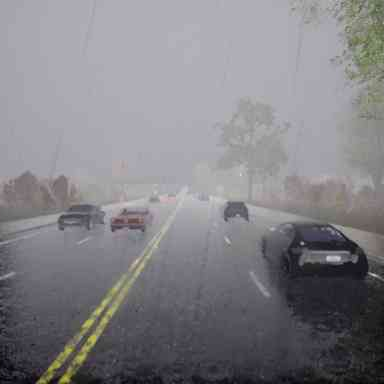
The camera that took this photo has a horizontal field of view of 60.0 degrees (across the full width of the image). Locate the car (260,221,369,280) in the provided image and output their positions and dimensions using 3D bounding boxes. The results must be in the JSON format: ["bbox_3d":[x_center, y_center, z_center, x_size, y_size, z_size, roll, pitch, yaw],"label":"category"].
[{"bbox_3d":[3.342,1.534,9.864,1.994,1.385,4.181,0,0,0],"label":"car"}]

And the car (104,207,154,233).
[{"bbox_3d":[-3.382,1.542,19.253,1.895,1.301,4.718,0,0,0],"label":"car"}]

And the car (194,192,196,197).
[{"bbox_3d":[2.411,0.847,93.712,2.150,2.045,5.566,0,0,-1],"label":"car"}]

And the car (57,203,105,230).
[{"bbox_3d":[-6.636,1.442,20.494,1.837,1.490,4.892,0,0,0],"label":"car"}]

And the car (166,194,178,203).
[{"bbox_3d":[-3.629,1.135,60.713,2.097,1.767,4.553,0,0,0],"label":"car"}]

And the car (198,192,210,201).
[{"bbox_3d":[2.766,1.258,71.664,1.812,1.442,4.674,0,0,-1],"label":"car"}]

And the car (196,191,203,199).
[{"bbox_3d":[2.601,1.112,82.673,2.033,1.649,4.856,0,0,-1],"label":"car"}]

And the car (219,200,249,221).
[{"bbox_3d":[3.288,1.422,26.324,1.837,1.490,4.892,0,0,0],"label":"car"}]

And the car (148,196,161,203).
[{"bbox_3d":[-6.879,1.346,61.022,1.994,1.385,4.181,0,0,0],"label":"car"}]
